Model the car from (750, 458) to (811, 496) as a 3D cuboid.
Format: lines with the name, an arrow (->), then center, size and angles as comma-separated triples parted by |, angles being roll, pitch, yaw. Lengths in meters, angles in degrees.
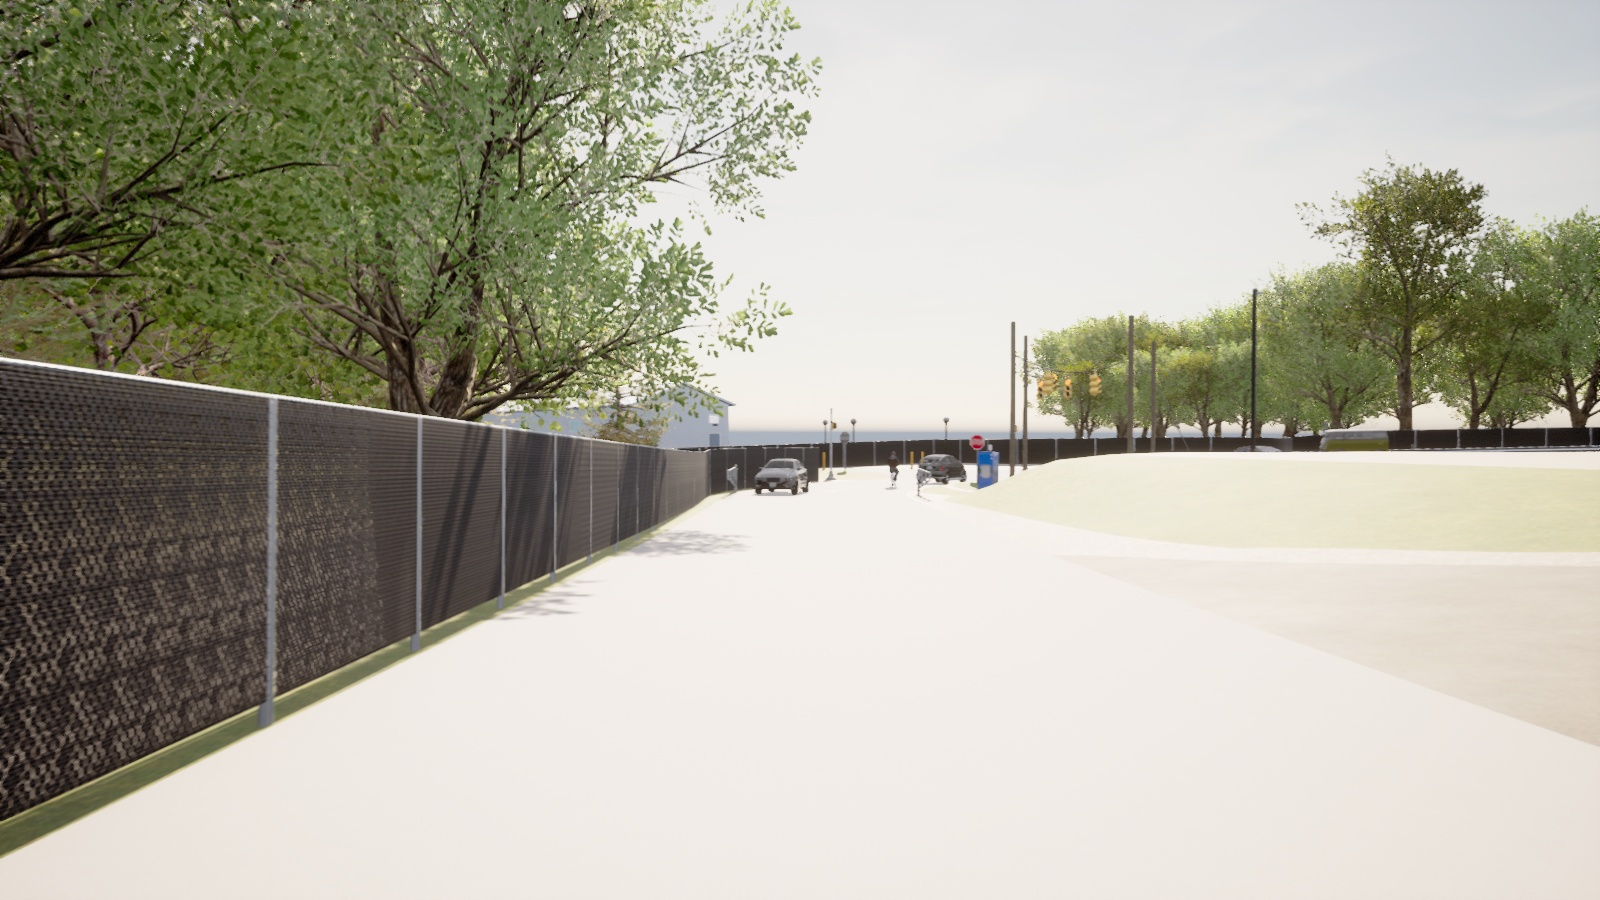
car -> -0.765, 1.120, 52.859 | 1.816, 1.474, 4.193 | 0, 0, 10

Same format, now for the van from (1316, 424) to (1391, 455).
van -> 38.465, -0.759, 87.359 | 4.442, 1.987, 1.775 | -2, 1, 5

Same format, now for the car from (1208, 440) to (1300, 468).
car -> 26.742, 0.251, 74.224 | 2.033, 1.411, 5.357 | -1, -2, -22

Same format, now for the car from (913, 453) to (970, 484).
car -> 7.673, 0.981, 67.976 | 1.789, 1.549, 3.705 | 0, 0, 29
